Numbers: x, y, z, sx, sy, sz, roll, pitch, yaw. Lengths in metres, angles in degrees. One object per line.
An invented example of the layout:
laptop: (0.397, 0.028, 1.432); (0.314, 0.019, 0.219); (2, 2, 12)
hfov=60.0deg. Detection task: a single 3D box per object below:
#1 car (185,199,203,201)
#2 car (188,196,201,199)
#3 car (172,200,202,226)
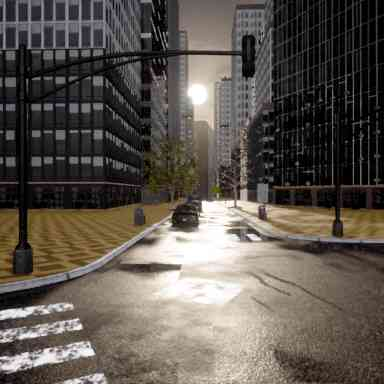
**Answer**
car: (-0.056, 1.777, 35.621); (1.812, 1.442, 4.674); (0, 0, 2)
car: (0.328, 1.554, 46.274); (2.150, 2.045, 5.566); (0, 0, 2)
car: (-0.427, 1.654, 25.409); (1.882, 1.535, 5.008); (0, 0, 2)
